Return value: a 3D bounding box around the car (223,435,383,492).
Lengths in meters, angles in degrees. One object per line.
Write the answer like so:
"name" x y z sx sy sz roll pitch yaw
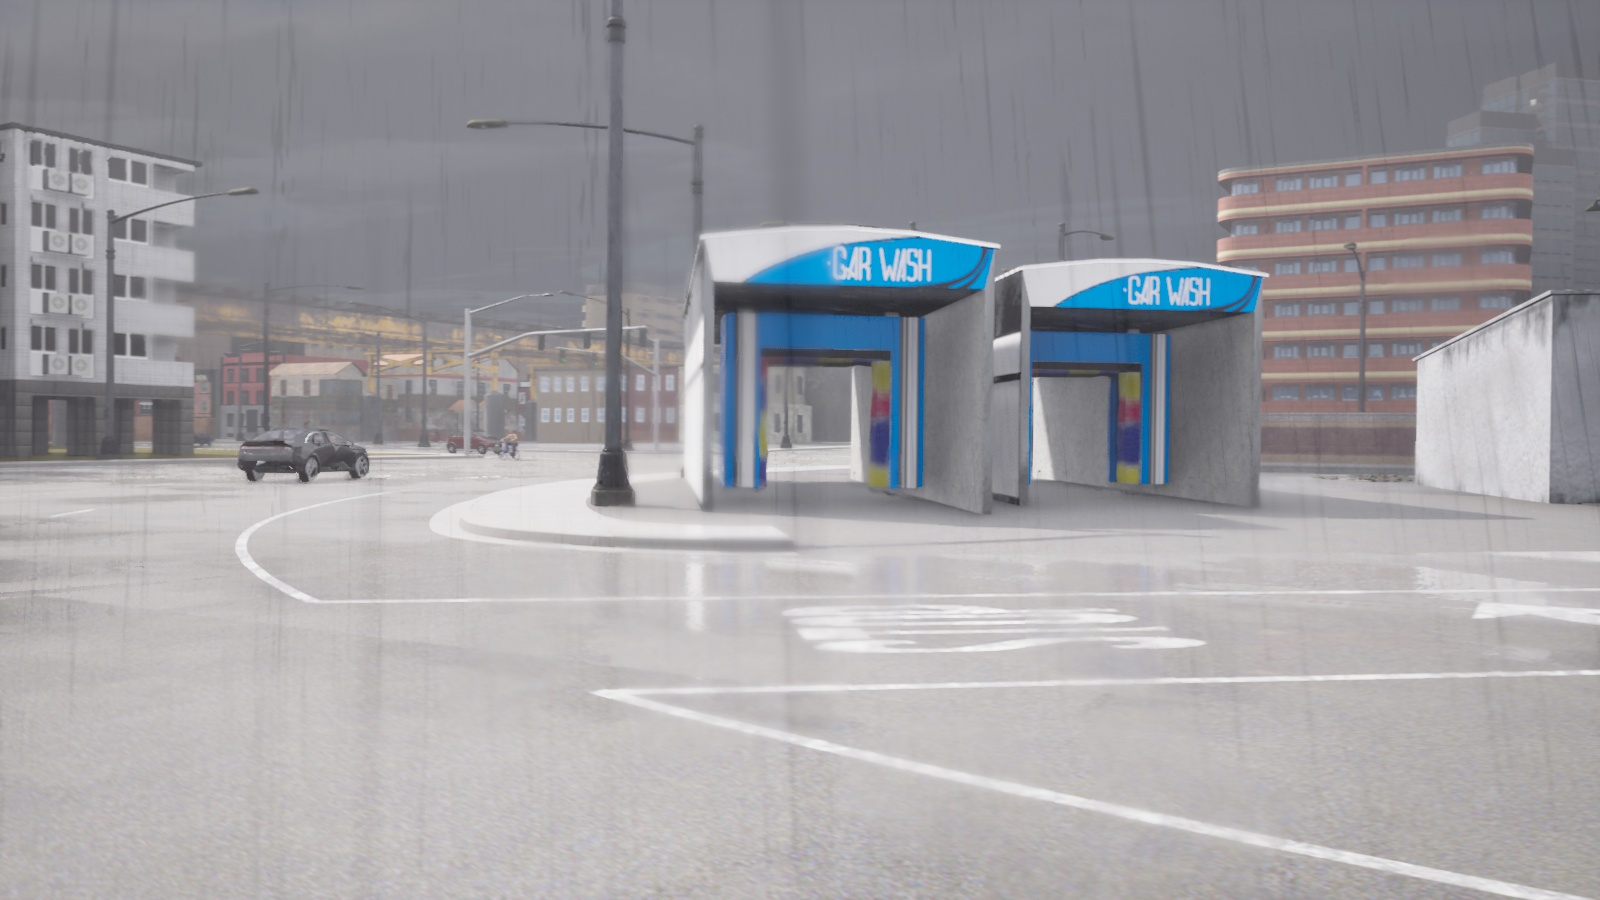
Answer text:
"car" -14.234 0.348 36.329 2.128 1.511 4.902 0 1 8

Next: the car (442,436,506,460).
"car" -20.784 -0.127 80.116 3.705 1.549 1.789 0 1 28
